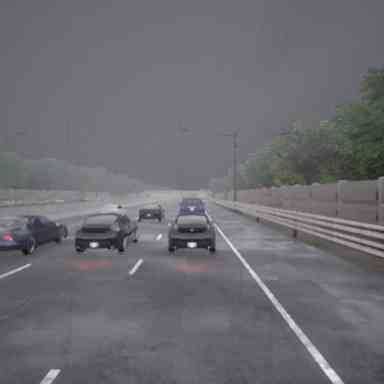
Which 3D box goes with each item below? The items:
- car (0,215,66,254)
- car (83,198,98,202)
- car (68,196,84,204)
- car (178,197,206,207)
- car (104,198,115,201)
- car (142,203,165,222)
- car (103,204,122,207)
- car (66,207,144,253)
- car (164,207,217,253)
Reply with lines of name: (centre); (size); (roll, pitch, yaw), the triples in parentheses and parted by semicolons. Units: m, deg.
car: (-6.998, 1.678, 13.986); (2.033, 1.411, 5.357); (0, 0, 0)
car: (-20.994, 2.185, 70.984); (1.994, 1.385, 4.181); (0, 0, 0)
car: (-24.494, 1.857, 70.957); (2.150, 2.045, 5.566); (0, 0, 0)
car: (0.003, 1.484, 29.023); (2.150, 2.045, 5.566); (0, 0, 0)
car: (-17.494, 2.132, 70.984); (1.837, 1.490, 4.892); (0, 0, 0)
car: (-3.493, 1.749, 29.486); (1.882, 1.535, 5.008); (0, 0, 0)
car: (-6.993, 1.796, 29.383); (1.812, 1.442, 4.674); (0, 0, 0)
car: (-3.495, 1.641, 14.307); (1.837, 1.490, 4.892); (0, 0, 0)
car: (0.005, 1.642, 14.305); (1.837, 1.490, 4.892); (0, 0, 0)
